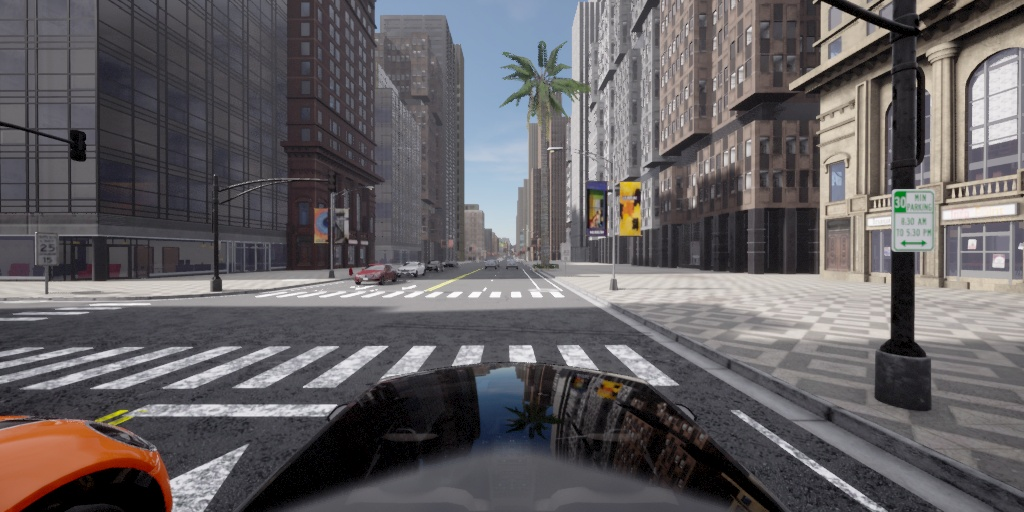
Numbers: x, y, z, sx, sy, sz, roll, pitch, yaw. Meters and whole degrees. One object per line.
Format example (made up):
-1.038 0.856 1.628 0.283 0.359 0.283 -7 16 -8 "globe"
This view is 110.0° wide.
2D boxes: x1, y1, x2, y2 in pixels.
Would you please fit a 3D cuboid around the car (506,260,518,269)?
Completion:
0.011 1.335 55.777 2.033 1.411 5.357 0 0 0 "car"

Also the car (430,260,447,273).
-9.839 1.275 45.224 1.837 1.490 4.892 0 0 0 "car"

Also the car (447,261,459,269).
-9.768 1.391 57.351 1.895 1.301 4.718 0 0 0 "car"

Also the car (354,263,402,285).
-9.847 1.281 26.317 1.812 1.442 4.674 0 0 -1 "car"

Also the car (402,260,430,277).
-9.841 1.286 35.308 1.812 1.442 4.674 0 0 0 "car"

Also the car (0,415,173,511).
-3.150 1.102 0.298 2.097 1.767 4.553 0 0 0 "car"

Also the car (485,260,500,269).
-3.239 1.335 55.777 2.033 1.411 5.357 0 0 0 "car"
